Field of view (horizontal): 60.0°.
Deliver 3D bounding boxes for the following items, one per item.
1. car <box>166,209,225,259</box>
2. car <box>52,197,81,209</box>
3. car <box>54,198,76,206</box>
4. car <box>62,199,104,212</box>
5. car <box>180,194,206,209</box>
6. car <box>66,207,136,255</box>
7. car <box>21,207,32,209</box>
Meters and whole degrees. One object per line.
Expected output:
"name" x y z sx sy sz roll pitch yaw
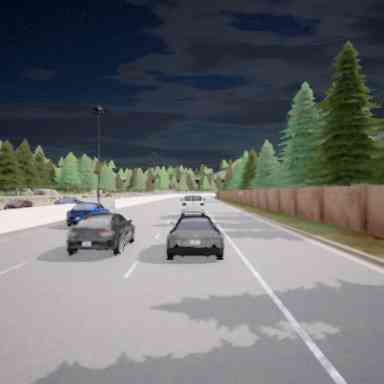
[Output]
"car" 0.104 1.556 12.513 1.994 1.385 4.181 0 0 0
"car" -17.596 1.462 46.834 2.128 1.511 4.902 0 0 1
"car" -14.081 1.454 37.960 1.882 1.535 5.008 0 0 0
"car" -6.896 1.463 22.643 1.882 1.535 5.008 0 0 0
"car" 0.086 1.201 30.972 2.150 2.045 5.566 0 0 0
"car" -3.411 1.517 13.069 1.812 1.442 4.674 0 0 0
"car" -21.123 1.540 40.917 1.994 1.385 4.181 0 0 0
